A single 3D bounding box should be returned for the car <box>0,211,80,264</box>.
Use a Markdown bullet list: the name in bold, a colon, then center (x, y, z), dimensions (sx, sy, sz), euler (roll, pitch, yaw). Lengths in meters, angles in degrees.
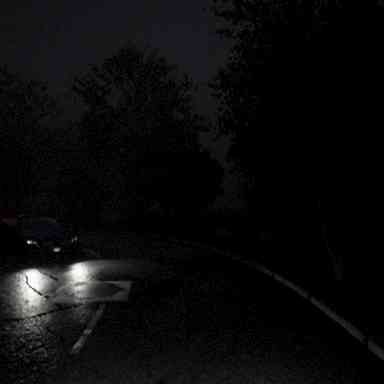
- **car**: center (-5.740, 1.558, 12.192), dimensions (1.812, 1.442, 4.674), euler (2, -2, -41)
